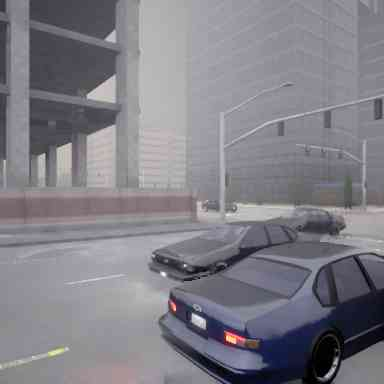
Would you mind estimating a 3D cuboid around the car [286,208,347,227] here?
[{"bbox_3d":[5.673,1.547,16.737,5.357,1.411,2.033,0,0,-37],"label":"car"}]

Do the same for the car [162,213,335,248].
[{"bbox_3d":[1.495,1.548,9.369,5.357,1.411,2.033,0,0,-36],"label":"car"}]

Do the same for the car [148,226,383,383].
[{"bbox_3d":[2.130,1.547,5.310,5.357,1.411,2.033,0,0,-35],"label":"car"}]

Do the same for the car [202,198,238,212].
[{"bbox_3d":[3.053,1.505,37.394,1.837,1.490,4.892,0,0,-36],"label":"car"}]
